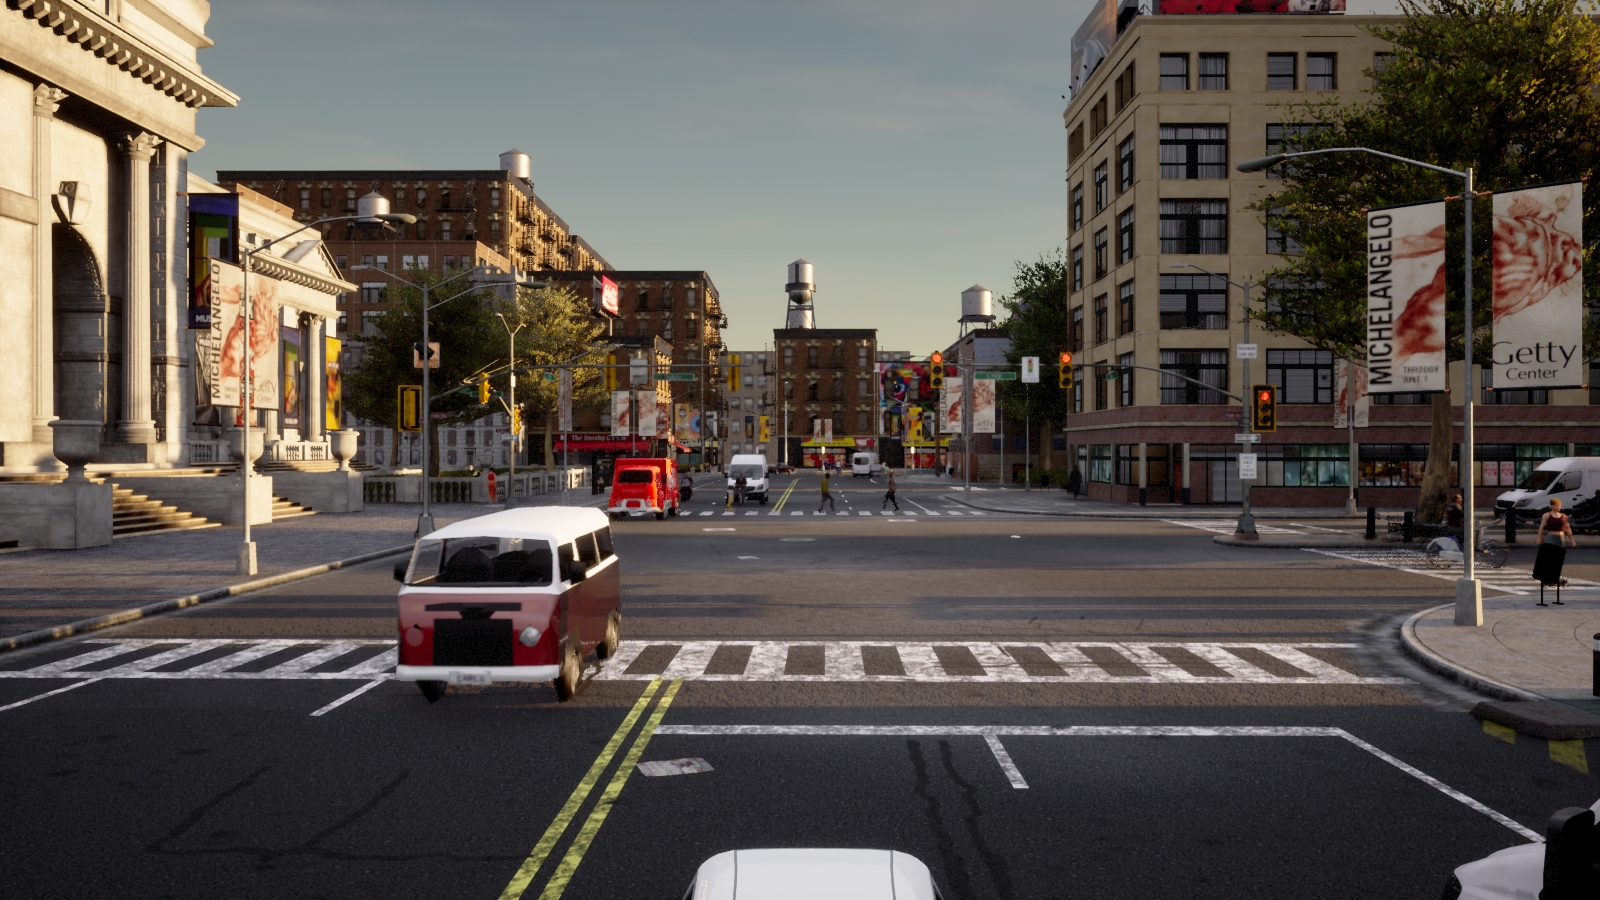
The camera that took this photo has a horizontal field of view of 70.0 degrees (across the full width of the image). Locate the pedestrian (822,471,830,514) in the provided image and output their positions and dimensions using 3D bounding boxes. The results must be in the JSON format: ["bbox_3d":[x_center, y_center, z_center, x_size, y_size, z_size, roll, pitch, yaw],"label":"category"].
[{"bbox_3d":[1.131,1.849,49.673,0.375,1.860,0.375,0,0,0],"label":"pedestrian"}]

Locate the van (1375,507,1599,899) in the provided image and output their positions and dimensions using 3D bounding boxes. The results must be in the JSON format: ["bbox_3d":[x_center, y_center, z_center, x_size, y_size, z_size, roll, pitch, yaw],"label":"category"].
[{"bbox_3d":[3.538,1.534,2.141,1.988,2.561,5.915,0,0,1],"label":"van"}]

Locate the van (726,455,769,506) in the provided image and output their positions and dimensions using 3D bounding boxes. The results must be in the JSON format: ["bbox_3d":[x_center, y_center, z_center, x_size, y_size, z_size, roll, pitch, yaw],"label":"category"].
[{"bbox_3d":[-2.738,1.534,60.766,1.988,2.561,5.915,0,0,1],"label":"van"}]

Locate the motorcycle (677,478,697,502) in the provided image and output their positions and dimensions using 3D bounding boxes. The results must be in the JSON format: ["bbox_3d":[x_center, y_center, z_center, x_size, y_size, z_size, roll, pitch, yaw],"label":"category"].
[{"bbox_3d":[-6.217,2.205,62.895,0.867,1.251,2.209,0,0,1],"label":"motorcycle"}]

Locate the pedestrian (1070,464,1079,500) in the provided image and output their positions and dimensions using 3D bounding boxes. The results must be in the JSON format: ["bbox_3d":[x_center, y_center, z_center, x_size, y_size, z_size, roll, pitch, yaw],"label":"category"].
[{"bbox_3d":[14.522,1.696,60.397,0.375,1.860,0.375,0,0,-1],"label":"pedestrian"}]

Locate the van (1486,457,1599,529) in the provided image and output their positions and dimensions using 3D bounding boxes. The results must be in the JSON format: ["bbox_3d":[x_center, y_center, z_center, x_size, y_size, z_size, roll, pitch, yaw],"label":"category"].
[{"bbox_3d":[28.485,1.534,41.518,5.915,2.561,1.988,0,0,1],"label":"van"}]

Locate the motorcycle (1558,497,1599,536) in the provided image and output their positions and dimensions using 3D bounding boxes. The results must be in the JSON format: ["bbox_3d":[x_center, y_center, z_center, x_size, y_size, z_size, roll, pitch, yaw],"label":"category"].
[{"bbox_3d":[26.649,2.205,38.041,2.209,1.251,0.867,0,0,1],"label":"motorcycle"}]

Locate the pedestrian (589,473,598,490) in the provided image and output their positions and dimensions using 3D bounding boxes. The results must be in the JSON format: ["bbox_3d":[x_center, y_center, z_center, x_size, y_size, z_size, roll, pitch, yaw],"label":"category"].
[{"bbox_3d":[-13.702,2.076,75.854,0.500,1.100,0.500,0,0,5],"label":"pedestrian"}]

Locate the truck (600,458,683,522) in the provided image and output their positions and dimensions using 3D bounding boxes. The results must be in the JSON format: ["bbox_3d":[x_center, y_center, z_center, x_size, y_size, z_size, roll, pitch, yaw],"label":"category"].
[{"bbox_3d":[-6.429,1.571,46.905,2.627,2.467,5.204,0,0,1],"label":"truck"}]

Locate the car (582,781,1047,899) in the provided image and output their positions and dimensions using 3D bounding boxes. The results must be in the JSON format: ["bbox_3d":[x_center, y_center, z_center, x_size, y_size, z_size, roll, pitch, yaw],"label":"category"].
[{"bbox_3d":[0.047,2.120,3.817,1.481,1.376,2.207,0,0,0],"label":"car"}]

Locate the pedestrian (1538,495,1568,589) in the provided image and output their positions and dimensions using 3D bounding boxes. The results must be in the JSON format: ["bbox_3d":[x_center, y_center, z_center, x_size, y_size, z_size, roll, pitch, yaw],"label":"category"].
[{"bbox_3d":[15.224,1.848,23.100,0.375,1.860,0.375,0,0,8],"label":"pedestrian"}]

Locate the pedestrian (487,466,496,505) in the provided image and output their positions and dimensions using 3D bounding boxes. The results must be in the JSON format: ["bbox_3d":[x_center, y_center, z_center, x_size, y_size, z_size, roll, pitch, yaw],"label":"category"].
[{"bbox_3d":[-14.833,1.697,54.979,0.375,1.860,0.375,0,0,-4],"label":"pedestrian"}]

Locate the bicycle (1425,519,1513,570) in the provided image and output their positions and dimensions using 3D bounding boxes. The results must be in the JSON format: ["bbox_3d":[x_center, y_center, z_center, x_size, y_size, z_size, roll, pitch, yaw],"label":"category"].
[{"bbox_3d":[15.712,2.210,26.844,1.835,1.171,0.329,0,0,3],"label":"bicycle"}]

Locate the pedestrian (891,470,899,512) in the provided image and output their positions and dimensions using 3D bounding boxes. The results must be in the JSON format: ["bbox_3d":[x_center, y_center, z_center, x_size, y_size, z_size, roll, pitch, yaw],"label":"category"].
[{"bbox_3d":[4.297,1.848,51.688,0.375,1.860,0.375,0,0,3],"label":"pedestrian"}]

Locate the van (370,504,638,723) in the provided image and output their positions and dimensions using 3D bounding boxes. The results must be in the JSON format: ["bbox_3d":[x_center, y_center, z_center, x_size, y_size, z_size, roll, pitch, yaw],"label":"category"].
[{"bbox_3d":[-3.356,1.782,13.962,2.069,2.038,4.480,0,0,1],"label":"van"}]

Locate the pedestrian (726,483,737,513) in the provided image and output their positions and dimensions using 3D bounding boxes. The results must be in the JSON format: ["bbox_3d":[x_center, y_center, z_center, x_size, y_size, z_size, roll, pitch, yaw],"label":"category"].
[{"bbox_3d":[-3.036,2.128,50.716,0.375,1.300,0.375,0,0,15],"label":"pedestrian"}]

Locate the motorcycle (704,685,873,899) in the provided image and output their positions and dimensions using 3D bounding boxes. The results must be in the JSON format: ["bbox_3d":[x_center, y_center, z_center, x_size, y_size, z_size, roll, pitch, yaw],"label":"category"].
[{"bbox_3d":[-0.047,2.182,6.691,0.856,1.236,1.805,0,0,1],"label":"motorcycle"}]
